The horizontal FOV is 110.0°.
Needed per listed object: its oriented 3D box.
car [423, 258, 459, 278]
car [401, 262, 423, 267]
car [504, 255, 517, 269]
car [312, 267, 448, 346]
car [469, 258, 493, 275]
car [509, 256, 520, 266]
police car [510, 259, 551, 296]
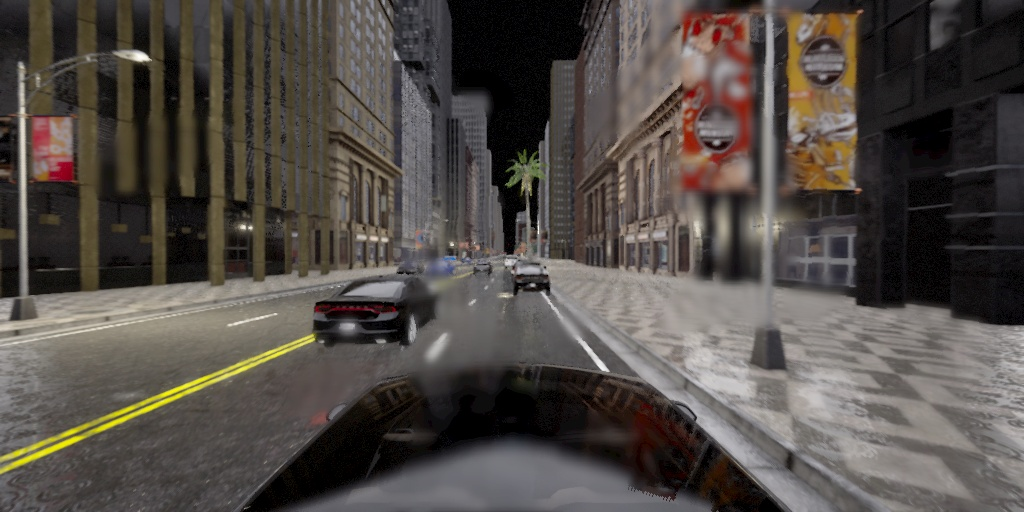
[{"bbox_3d":[-6.581,1.211,33.727,1.882,1.535,5.008,0,0,0],"label":"car"},{"bbox_3d":[-9.832,1.280,35.448,2.033,1.411,5.357,0,0,0],"label":"car"},{"bbox_3d":[0.017,0.937,55.468,2.150,2.045,5.566,0,0,0],"label":"car"},{"bbox_3d":[-3.148,1.225,9.396,1.882,1.535,5.008,0,0,0],"label":"car"},{"bbox_3d":[-3.138,1.221,39.316,2.128,1.511,4.902,0,0,0],"label":"car"},{"bbox_3d":[0.982,1.088,29.470,2.097,1.767,4.553,0,0,0],"label":"car"},{"bbox_3d":[0.980,1.168,19.611,1.930,1.638,5.238,0,0,0],"label":"police car"}]
